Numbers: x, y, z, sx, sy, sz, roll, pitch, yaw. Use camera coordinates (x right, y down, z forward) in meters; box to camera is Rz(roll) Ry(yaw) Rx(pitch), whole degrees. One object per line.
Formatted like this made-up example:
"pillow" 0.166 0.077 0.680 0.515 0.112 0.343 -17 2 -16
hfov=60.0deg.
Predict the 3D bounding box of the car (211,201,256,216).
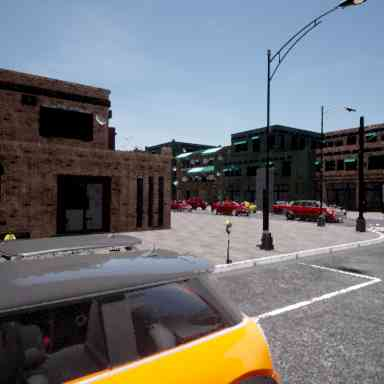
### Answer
"car" 4.070 1.700 35.343 1.882 1.535 5.008 1 -1 -35

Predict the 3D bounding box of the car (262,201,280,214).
"car" 9.800 1.737 37.235 1.967 1.590 4.097 0 -1 -35

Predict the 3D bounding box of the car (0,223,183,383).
"car" -2.388 1.440 4.841 4.097 1.590 1.967 0 1 -35

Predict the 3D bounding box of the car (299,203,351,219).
"car" 12.964 1.810 32.676 1.947 1.339 4.313 0 -1 -35

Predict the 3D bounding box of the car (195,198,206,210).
"car" 0.305 1.770 50.907 2.192 1.841 5.009 0 -1 -35

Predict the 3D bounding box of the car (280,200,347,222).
"car" 9.897 1.478 27.001 2.097 1.767 4.553 1 -1 -35

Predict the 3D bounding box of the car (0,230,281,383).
"car" -1.509 1.352 2.304 4.553 1.767 2.097 0 0 -36

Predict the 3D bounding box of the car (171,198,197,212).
"car" -1.799 1.846 43.803 1.812 1.442 4.674 1 -1 -35
